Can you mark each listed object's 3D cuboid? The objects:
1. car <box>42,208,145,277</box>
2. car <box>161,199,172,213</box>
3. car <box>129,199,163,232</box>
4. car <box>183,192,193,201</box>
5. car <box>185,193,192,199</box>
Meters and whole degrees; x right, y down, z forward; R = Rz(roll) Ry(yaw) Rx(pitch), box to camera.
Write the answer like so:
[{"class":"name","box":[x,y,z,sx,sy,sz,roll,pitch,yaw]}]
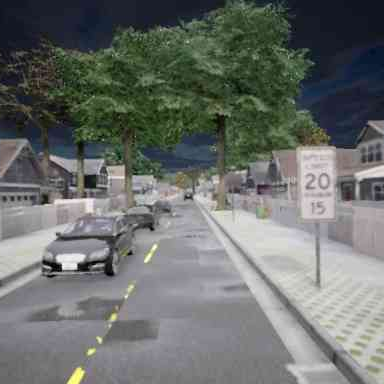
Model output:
[{"class":"car","box":[-2.964,1.513,10.437,2.128,1.511,4.902,-1,0,0]},{"class":"car","box":[-3.146,1.497,36.361,2.033,1.411,5.357,-1,0,-1]},{"class":"car","box":[-3.067,1.465,20.338,1.882,1.535,5.008,-1,0,-1]},{"class":"car","box":[-0.840,0.989,76.784,2.150,2.045,5.566,-1,0,-1]},{"class":"car","box":[-0.951,1.118,87.229,1.882,1.535,5.008,-1,0,-1]}]
